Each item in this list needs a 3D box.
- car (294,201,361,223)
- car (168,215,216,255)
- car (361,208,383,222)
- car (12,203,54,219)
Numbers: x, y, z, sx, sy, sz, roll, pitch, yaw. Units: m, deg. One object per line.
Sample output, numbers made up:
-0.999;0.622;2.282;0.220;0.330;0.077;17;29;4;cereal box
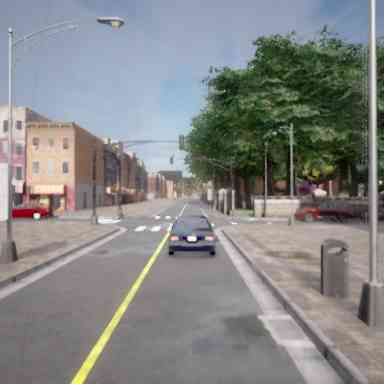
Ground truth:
11.714;1.749;29.584;5.009;1.841;2.192;1;-1;0;car
-0.003;1.682;13.984;2.033;1.411;5.357;0;-1;0;car
17.159;2.079;29.560;4.206;1.307;1.802;1;-1;0;car
-14.718;1.694;29.665;4.507;1.381;1.887;1;-1;0;car
